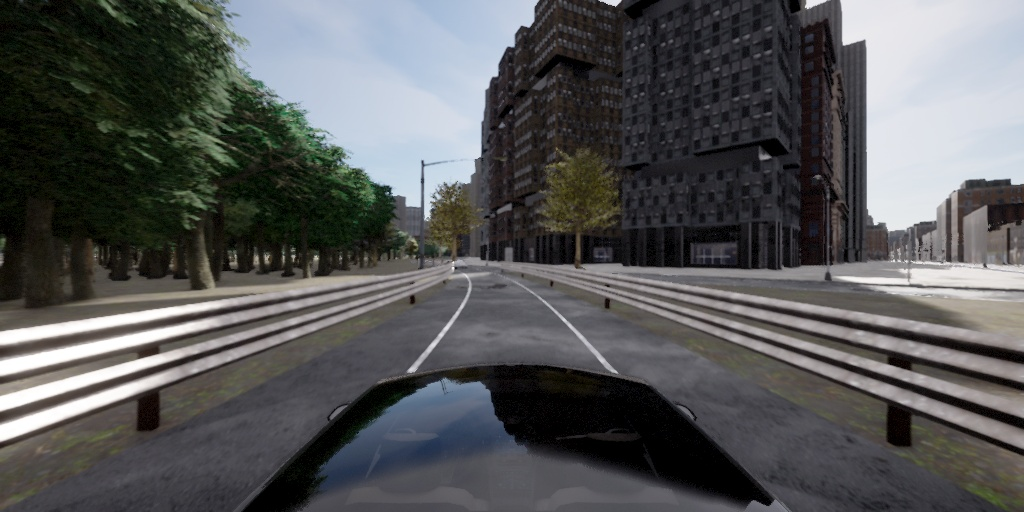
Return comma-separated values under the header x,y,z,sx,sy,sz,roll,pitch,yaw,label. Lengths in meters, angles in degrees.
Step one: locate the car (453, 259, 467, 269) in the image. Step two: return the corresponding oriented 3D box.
x,y,z,sx,sy,sz,roll,pitch,yaw,label
-8.481,1.280,58.172,1.812,1.442,4.674,0,0,-20,car
